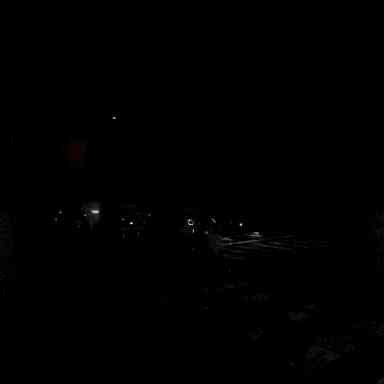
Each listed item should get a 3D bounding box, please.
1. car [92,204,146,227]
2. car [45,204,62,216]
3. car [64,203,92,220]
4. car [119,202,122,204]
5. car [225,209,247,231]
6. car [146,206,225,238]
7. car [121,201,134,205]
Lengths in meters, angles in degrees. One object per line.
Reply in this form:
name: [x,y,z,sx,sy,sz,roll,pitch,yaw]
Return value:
car: [-6.111,2.009,27.252,2.033,1.411,5.357,0,-1,-35]
car: [-17.771,2.332,43.307,2.128,1.511,4.902,0,-1,-36]
car: [-11.945,2.214,35.266,1.994,1.385,4.181,0,-1,-35]
car: [-10.479,2.230,38.764,2.033,1.411,5.357,0,-1,-36]
car: [1.567,1.800,22.231,1.837,1.490,4.892,0,-1,-36]
car: [-0.536,1.636,19.597,2.097,1.767,4.553,0,-1,-36]
car: [-10.073,2.186,49.565,2.097,1.767,4.553,0,-1,-36]
